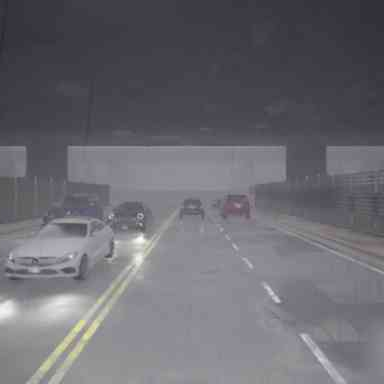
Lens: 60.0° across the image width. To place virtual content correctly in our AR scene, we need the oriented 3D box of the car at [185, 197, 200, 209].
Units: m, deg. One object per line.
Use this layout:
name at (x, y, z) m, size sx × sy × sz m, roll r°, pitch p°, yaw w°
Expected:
car at (0.060, 1.382, 43.646) m, size 1.882 × 1.535 × 5.008 m, roll 0°, pitch 0°, yaw 0°

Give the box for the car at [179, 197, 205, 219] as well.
car at (0.016, 1.289, 28.848) m, size 2.097 × 1.767 × 4.553 m, roll 0°, pitch 0°, yaw 0°

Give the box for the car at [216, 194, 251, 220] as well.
car at (3.519, 1.161, 27.997) m, size 2.150 × 2.045 × 5.566 m, roll 0°, pitch 0°, yaw 0°

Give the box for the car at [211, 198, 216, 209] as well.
car at (3.562, 1.430, 43.724) m, size 1.812 × 1.442 × 4.674 m, roll 0°, pitch 0°, yaw 0°

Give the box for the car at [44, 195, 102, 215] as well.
car at (-6.997, 1.198, 20.290) m, size 2.150 × 2.045 × 5.566 m, roll 0°, pitch 0°, yaw 0°

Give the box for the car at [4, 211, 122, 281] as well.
car at (-3.580, 1.504, 9.903) m, size 1.812 × 1.442 × 4.674 m, roll 0°, pitch 0°, yaw 0°

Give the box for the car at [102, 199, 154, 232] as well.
car at (-3.567, 1.310, 19.882) m, size 2.097 × 1.767 × 4.553 m, roll 0°, pitch 0°, yaw 0°
